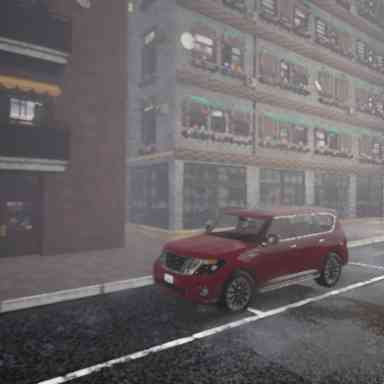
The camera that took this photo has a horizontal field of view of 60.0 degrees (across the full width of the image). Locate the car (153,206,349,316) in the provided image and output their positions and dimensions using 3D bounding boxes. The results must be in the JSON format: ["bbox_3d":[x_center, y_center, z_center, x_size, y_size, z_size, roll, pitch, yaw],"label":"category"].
[{"bbox_3d":[1.619,1.291,7.695,5.009,1.841,2.192,0,1,-35],"label":"car"}]
